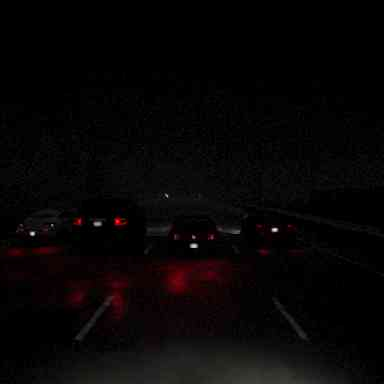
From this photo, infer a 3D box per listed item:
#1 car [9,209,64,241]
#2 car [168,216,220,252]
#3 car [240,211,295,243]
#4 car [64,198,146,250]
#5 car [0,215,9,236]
[{"bbox_3d":[-6.916,1.581,16.774,1.812,1.442,4.674,0,0,0],"label":"car"},{"bbox_3d":[0.080,1.647,14.131,1.895,1.301,4.718,0,0,0],"label":"car"},{"bbox_3d":[3.584,1.618,16.387,1.994,1.385,4.181,0,0,0],"label":"car"},{"bbox_3d":[-3.418,1.269,14.740,2.150,2.045,5.566,0,0,0],"label":"car"},{"bbox_3d":[-10.434,1.557,16.070,1.837,1.490,4.892,0,0,0],"label":"car"}]
